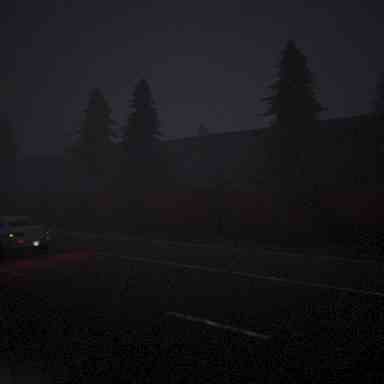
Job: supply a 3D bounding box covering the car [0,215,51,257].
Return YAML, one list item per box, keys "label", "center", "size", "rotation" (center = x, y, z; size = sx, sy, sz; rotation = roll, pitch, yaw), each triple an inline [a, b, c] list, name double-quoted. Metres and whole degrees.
- label: "car"
  center: [-7.623, 1.684, 13.632]
  size: [4.674, 1.442, 1.812]
  rotation: [-1, 0, 36]
